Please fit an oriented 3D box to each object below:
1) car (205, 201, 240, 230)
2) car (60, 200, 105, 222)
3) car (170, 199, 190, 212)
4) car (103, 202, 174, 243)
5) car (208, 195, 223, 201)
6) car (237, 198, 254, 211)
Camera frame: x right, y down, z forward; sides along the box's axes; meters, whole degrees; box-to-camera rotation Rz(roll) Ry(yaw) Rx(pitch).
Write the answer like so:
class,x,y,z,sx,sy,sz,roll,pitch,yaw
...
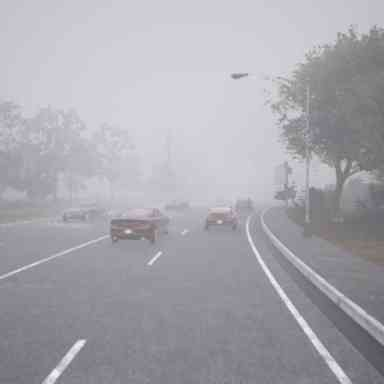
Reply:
class,x,y,z,sx,sy,sz,roll,pitch,yaw
car,1.892,1.500,20.925,1.812,1.442,4.674,0,0,9
car,-8.163,1.431,25.600,1.837,1.490,4.892,0,0,10
car,-1.708,1.528,38.464,1.895,1.301,4.718,0,0,16
car,-2.331,1.445,15.913,1.882,1.535,5.008,0,0,6
car,4.619,1.407,65.312,2.128,1.511,4.902,0,0,26
car,6.547,1.454,41.030,2.128,1.511,4.902,0,0,17
